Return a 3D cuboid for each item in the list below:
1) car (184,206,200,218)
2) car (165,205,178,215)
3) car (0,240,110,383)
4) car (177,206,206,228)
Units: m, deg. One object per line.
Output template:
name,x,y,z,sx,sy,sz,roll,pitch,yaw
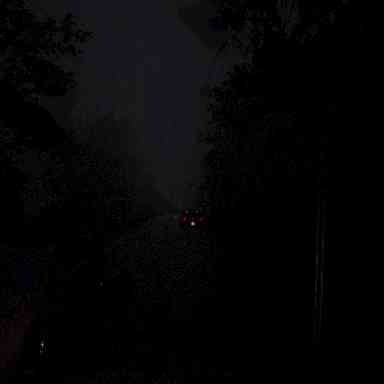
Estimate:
car,-0.016,2.462,41.987,1.895,1.301,4.718,0,-2,0
car,-2.991,2.704,50.334,1.994,1.385,4.181,0,-2,0
car,-2.849,1.615,5.785,2.033,1.411,5.357,0,-1,0
car,0.058,2.032,26.063,1.895,1.301,4.718,0,-1,0
